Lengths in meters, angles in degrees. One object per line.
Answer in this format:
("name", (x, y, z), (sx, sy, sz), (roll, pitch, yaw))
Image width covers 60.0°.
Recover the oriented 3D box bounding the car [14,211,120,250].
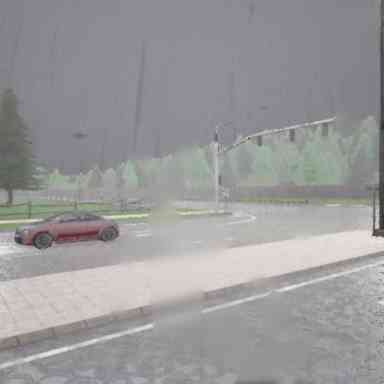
("car", (-5.261, 1.532, 14.316), (4.181, 1.385, 1.994), (0, 0, -35))
